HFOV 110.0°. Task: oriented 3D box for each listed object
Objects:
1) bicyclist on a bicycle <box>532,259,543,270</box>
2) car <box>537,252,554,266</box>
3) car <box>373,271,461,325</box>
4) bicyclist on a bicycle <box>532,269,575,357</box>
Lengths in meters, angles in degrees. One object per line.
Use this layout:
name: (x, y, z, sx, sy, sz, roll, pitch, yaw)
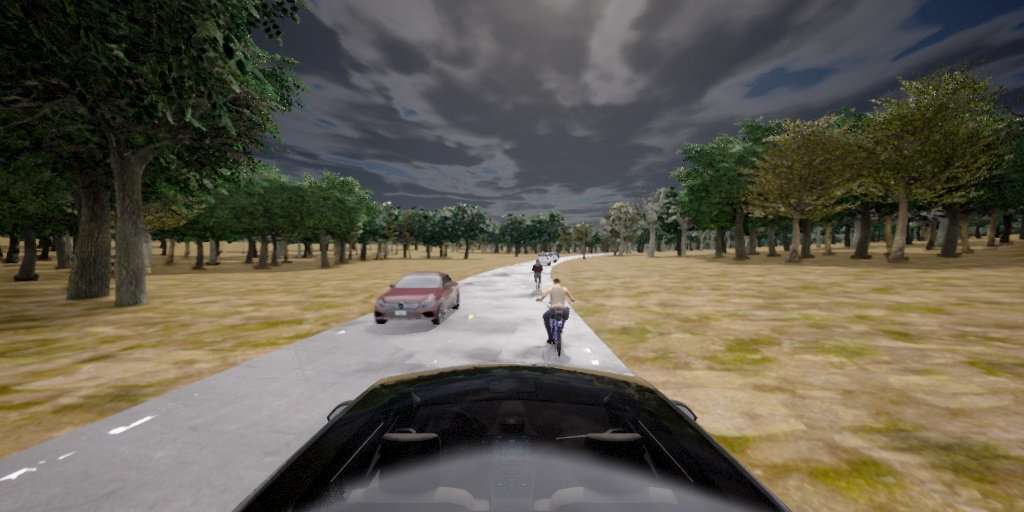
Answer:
bicyclist on a bicycle: (1.394, 1.043, 19.517, 0.659, 1.776, 1.843, 0, 1, 3)
car: (5.346, 0.501, 59.896, 2.150, 2.045, 5.566, 0, 1, 10)
car: (-2.870, 1.238, 11.810, 1.812, 1.442, 4.674, 0, 0, 2)
bicyclist on a bicycle: (0.928, 1.170, 7.518, 0.866, 1.612, 1.509, 0, 0, 1)
